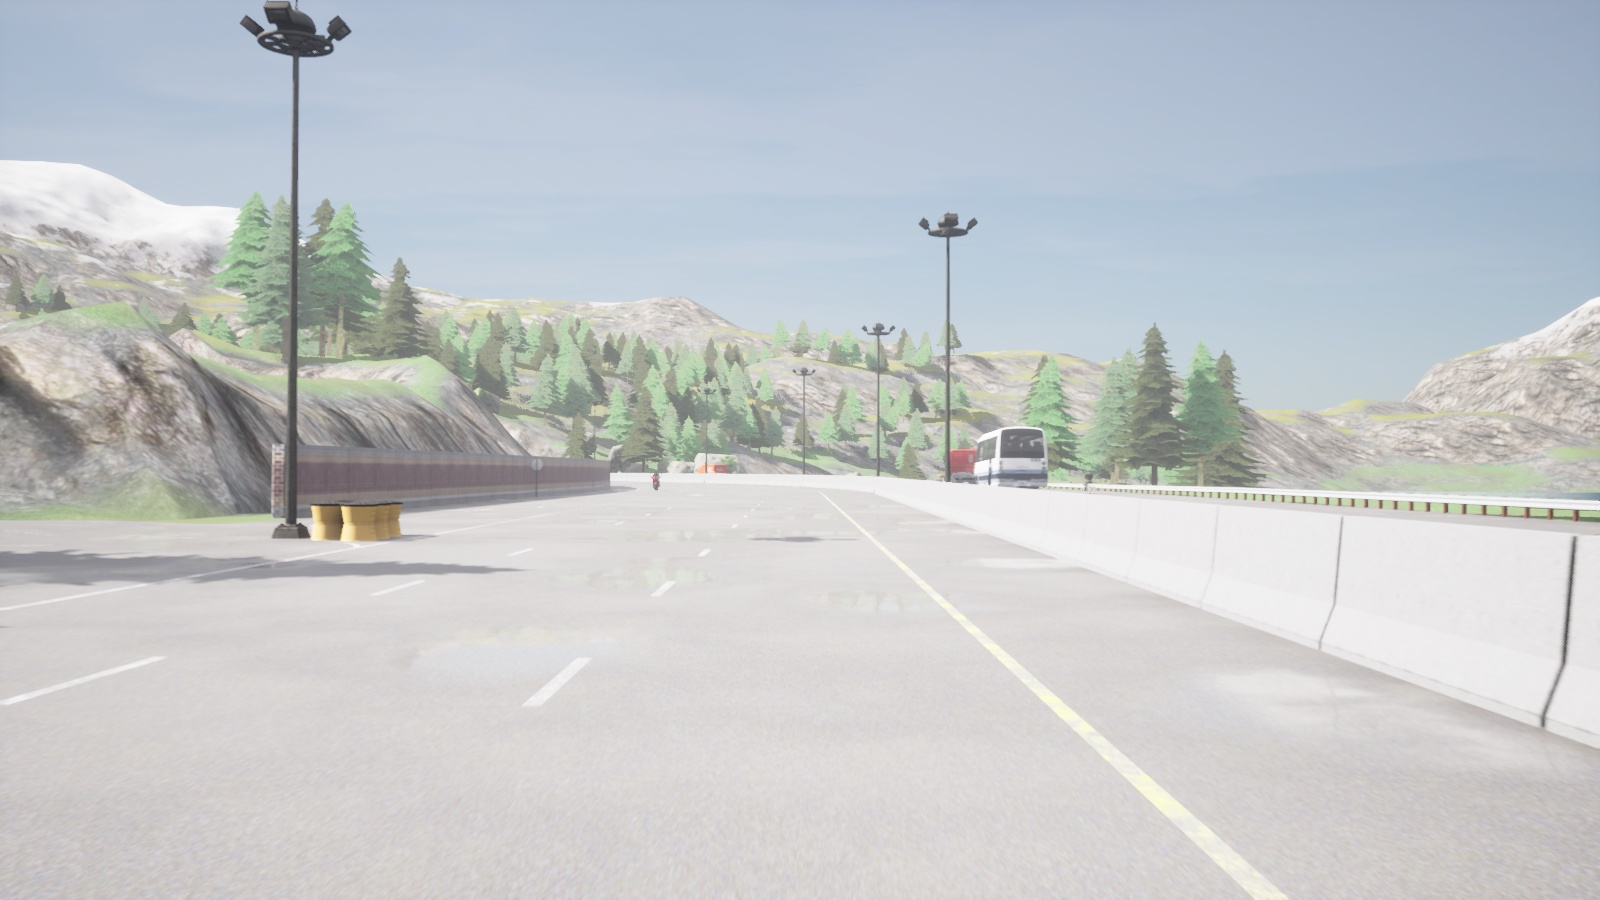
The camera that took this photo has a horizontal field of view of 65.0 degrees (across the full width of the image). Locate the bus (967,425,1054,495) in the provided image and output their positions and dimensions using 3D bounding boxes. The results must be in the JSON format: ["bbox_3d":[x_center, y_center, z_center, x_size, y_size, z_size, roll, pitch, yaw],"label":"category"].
[{"bbox_3d":[13.799,0.779,83.431,3.944,4.253,10.273,0,-3,0],"label":"bus"}]

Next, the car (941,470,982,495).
[{"bbox_3d":[10.311,2.068,80.509,2.007,1.525,4.514,0,-1,0],"label":"car"}]
